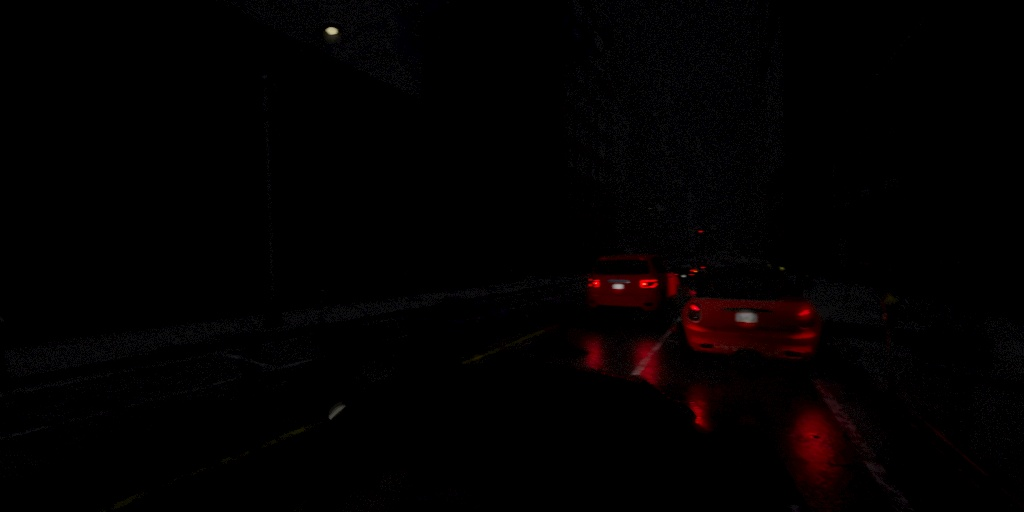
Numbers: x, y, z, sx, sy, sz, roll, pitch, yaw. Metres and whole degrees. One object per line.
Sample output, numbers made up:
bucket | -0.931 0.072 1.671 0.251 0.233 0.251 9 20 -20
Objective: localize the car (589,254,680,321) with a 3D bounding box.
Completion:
car | 4.449 0.952 12.635 2.150 2.045 5.566 -2 0 31

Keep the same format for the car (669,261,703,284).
car | 12.924 1.167 26.475 1.812 1.442 4.674 -2 0 31

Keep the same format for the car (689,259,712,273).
car | 21.209 1.065 40.214 1.837 1.490 4.892 -2 -1 32

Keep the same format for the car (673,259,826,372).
car | 5.017 1.031 7.787 2.097 1.767 4.553 -2 -1 31
